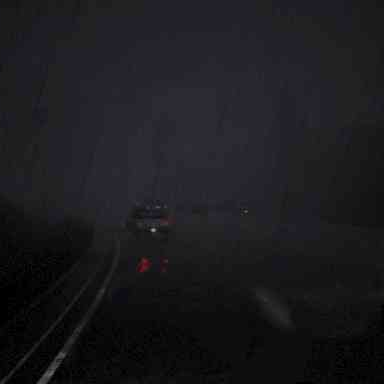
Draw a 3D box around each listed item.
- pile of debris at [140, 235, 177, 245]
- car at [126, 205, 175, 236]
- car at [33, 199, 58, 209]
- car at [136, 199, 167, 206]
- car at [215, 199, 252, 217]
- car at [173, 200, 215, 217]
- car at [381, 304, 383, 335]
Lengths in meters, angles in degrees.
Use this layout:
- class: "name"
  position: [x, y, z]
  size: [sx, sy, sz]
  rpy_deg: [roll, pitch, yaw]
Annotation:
- class: "pile of debris"
  position: [-1.589, 2.191, 15.381]
  size: [1.500, 0.140, 1.860]
  rpy_deg: [0, 0, -13]
- class: "car"
  position: [-2.585, 1.624, 18.692]
  size: [1.895, 1.301, 4.718]
  rpy_deg: [0, 0, -17]
- class: "car"
  position: [-20.554, 1.724, 46.656]
  size: [4.181, 1.385, 1.994]
  rpy_deg: [-1, 0, 41]
- class: "car"
  position: [-3.905, 1.388, 30.471]
  size: [2.097, 1.767, 4.553]
  rpy_deg: [-1, 0, -27]
- class: "car"
  position: [3.794, 1.484, 31.763]
  size: [1.837, 1.490, 4.892]
  rpy_deg: [1, -1, -25]
- class: "car"
  position: [-0.151, 1.486, 31.891]
  size: [1.882, 1.535, 5.008]
  rpy_deg: [0, 0, -27]
- class: "car"
  position: [3.546, 1.452, 2.540]
  size: [1.882, 1.535, 5.008]
  rpy_deg: [0, 0, -1]
